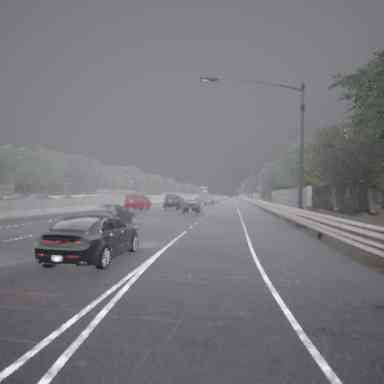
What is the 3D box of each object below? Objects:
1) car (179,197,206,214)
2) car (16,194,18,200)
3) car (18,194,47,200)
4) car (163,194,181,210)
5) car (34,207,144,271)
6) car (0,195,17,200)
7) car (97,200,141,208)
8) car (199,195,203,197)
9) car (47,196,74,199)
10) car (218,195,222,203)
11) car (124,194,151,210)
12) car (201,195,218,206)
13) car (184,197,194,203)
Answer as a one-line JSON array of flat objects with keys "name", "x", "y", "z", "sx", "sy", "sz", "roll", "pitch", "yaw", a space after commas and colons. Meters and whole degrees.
[{"name": "car", "x": 0.132, "y": 1.675, "z": 37.727, "sx": 1.837, "sy": 1.490, "sz": 4.892, "roll": 1, "pitch": 0, "yaw": 7}, {"name": "car", "x": -26.451, "y": 1.088, "z": 51.049, "sx": 1.837, "sy": 1.490, "sz": 4.892, "roll": 1, "pitch": 0, "yaw": 7}, {"name": "car", "x": -23.085, "y": 1.151, "z": 49.812, "sx": 2.128, "sy": 1.511, "sz": 4.902, "roll": 1, "pitch": 0, "yaw": 8}, {"name": "car", "x": -2.447, "y": 1.361, "z": 45.348, "sx": 2.150, "sy": 2.045, "sz": 5.566, "roll": 1, "pitch": 0, "yaw": 7}, {"name": "car", "x": -3.167, "y": 1.478, "z": 10.945, "sx": 1.837, "sy": 1.490, "sz": 4.892, "roll": 1, "pitch": 0, "yaw": 7}, {"name": "car", "x": -21.418, "y": 1.181, "z": 34.970, "sx": 2.033, "sy": 1.411, "sz": 5.357, "roll": 1, "pitch": 0, "yaw": 7}, {"name": "car", "x": -5.322, "y": 1.515, "z": 22.080, "sx": 2.033, "sy": 1.411, "sz": 5.357, "roll": 1, "pitch": 0, "yaw": 7}, {"name": "car", "x": 2.915, "y": 1.808, "z": 88.908, "sx": 2.150, "sy": 2.045, "sz": 5.566, "roll": 1, "pitch": -1, "yaw": 7}, {"name": "car", "x": -19.474, "y": 1.277, "z": 50.489, "sx": 1.812, "sy": 1.442, "sz": 4.674, "roll": 1, "pitch": 0, "yaw": 8}, {"name": "car", "x": 5.639, "y": 2.143, "z": 82.458, "sx": 1.994, "sy": 1.385, "sz": 4.181, "roll": 1, "pitch": -1, "yaw": 7}, {"name": "car", "x": -6.581, "y": 1.239, "z": 40.420, "sx": 2.150, "sy": 2.045, "sz": 5.566, "roll": 1, "pitch": 0, "yaw": 7}, {"name": "car", "x": 3.432, "y": 1.883, "z": 64.512, "sx": 2.128, "sy": 1.511, "sz": 4.902, "roll": 1, "pitch": 0, "yaw": 7}, {"name": "car", "x": -0.816, "y": 2.027, "z": 87.297, "sx": 1.994, "sy": 1.385, "sz": 4.181, "roll": 1, "pitch": -1, "yaw": 7}]
